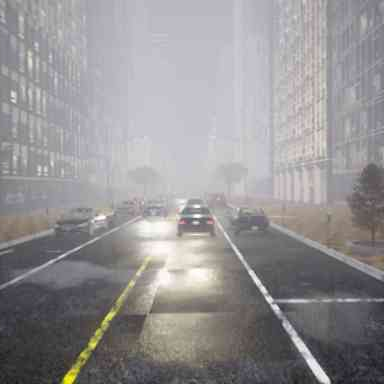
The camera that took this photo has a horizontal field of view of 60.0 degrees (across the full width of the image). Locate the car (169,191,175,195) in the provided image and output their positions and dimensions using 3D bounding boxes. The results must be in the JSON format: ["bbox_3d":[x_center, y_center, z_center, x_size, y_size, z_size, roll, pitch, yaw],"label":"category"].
[{"bbox_3d":[-5.162,0.937,68.256,2.008,1.369,4.403,-1,1,0],"label":"car"}]

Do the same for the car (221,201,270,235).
[{"bbox_3d":[2.818,1.357,17.040,2.008,1.369,4.403,-1,1,0],"label":"car"}]

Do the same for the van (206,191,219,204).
[{"bbox_3d":[3.081,0.813,51.138,1.690,1.788,3.998,-1,1,0],"label":"van"}]

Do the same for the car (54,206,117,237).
[{"bbox_3d":[-5.562,1.440,17.106,2.008,1.369,4.403,-1,1,0],"label":"car"}]

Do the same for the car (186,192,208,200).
[{"bbox_3d":[0.386,1.121,37.706,2.128,1.511,4.902,-1,1,1],"label":"car"}]

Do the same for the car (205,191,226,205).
[{"bbox_3d":[2.991,0.899,39.771,2.192,1.841,5.009,-1,1,0],"label":"car"}]

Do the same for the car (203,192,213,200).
[{"bbox_3d":[3.216,0.743,68.188,1.967,1.590,4.097,-1,1,0],"label":"car"}]

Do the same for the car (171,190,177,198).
[{"bbox_3d":[-5.074,0.713,79.621,1.967,1.590,4.097,-1,1,0],"label":"car"}]

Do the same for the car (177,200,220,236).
[{"bbox_3d":[0.206,1.378,17.167,2.033,1.411,5.357,-1,1,1],"label":"car"}]

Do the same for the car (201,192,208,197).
[{"bbox_3d":[3.396,0.627,90.922,2.008,1.369,4.403,-1,1,0],"label":"car"}]

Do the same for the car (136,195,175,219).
[{"bbox_3d":[-2.791,1.260,26.654,2.128,1.511,4.902,-1,1,0],"label":"car"}]

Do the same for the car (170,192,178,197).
[{"bbox_3d":[-4.983,0.742,90.989,1.802,1.307,4.206,-1,1,0],"label":"car"}]

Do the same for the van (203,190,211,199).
[{"bbox_3d":[3.258,0.587,73.870,1.690,1.788,3.998,-1,1,0],"label":"van"}]

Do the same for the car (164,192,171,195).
[{"bbox_3d":[-5.251,1.065,56.889,1.947,1.339,4.313,-1,1,0],"label":"car"}]

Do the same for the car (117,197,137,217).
[{"bbox_3d":[-5.473,1.360,28.473,1.802,1.307,4.206,-1,1,0],"label":"car"}]

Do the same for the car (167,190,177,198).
[{"bbox_3d":[-5.033,0.531,85.303,2.192,1.841,5.009,-1,1,0],"label":"car"}]

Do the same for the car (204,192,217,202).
[{"bbox_3d":[3.127,0.856,56.822,1.967,1.590,4.097,-1,1,0],"label":"car"}]
